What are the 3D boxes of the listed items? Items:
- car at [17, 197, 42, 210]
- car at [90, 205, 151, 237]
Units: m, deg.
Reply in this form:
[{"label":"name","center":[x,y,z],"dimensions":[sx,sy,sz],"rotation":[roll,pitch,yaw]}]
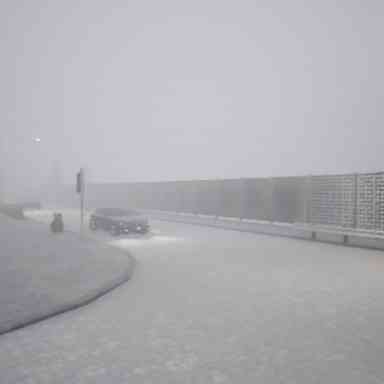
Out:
[{"label":"car","center":[-18.495,1.280,37.721],"dimensions":[1.994,1.385,4.181],"rotation":[0,0,-36]},{"label":"car","center":[-3.979,1.483,17.927],"dimensions":[1.837,1.490,4.892],"rotation":[0,1,-36]}]
